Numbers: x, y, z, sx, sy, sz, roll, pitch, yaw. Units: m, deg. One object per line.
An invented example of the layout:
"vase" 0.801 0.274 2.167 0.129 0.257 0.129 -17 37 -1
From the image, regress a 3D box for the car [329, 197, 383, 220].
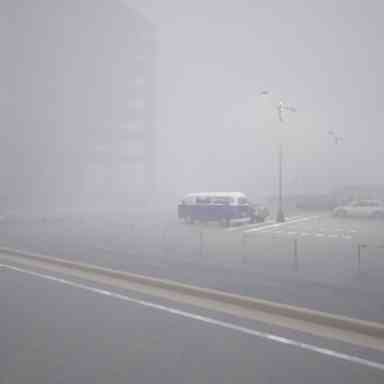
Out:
"car" 13.080 1.387 25.902 3.806 1.475 1.970 0 0 36

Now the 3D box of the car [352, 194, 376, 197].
"car" 16.296 1.144 30.460 4.605 1.855 1.932 0 0 36

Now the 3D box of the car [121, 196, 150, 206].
"car" -8.647 1.345 51.254 1.882 1.535 5.008 0 0 35

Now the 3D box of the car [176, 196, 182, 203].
"car" -5.162 1.176 82.284 1.851 1.617 3.988 0 0 36
